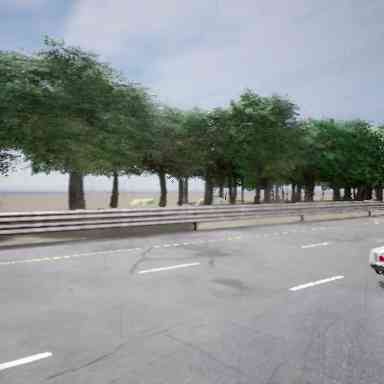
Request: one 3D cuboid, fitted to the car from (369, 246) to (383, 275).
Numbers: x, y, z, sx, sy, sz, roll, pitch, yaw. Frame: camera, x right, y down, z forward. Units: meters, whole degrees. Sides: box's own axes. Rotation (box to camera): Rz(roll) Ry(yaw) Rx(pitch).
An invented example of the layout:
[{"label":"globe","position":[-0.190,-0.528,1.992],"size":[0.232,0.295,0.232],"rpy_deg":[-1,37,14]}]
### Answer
[{"label":"car","position":[6.672,1.600,8.630],"size":[4.718,1.301,1.895],"rpy_deg":[0,0,-35]}]
